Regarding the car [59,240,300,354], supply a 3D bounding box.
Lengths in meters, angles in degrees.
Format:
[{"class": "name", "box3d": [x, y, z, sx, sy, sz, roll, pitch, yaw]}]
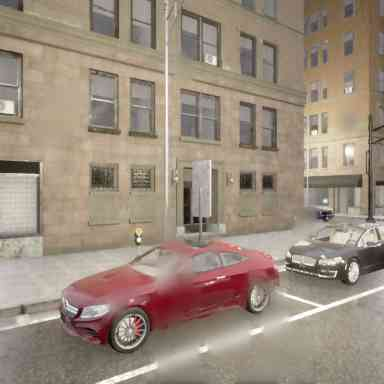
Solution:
[{"class": "car", "box3d": [-0.172, 1.582, 6.055, 4.206, 1.307, 1.802, 0, 0, -35]}]

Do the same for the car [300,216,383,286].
[{"class": "car", "box3d": [4.462, 1.550, 9.343, 4.403, 1.369, 2.008, 0, 0, -35]}]

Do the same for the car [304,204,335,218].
[{"class": "car", "box3d": [8.246, 1.516, 25.155, 1.895, 1.301, 4.718, 0, 0, -35]}]
